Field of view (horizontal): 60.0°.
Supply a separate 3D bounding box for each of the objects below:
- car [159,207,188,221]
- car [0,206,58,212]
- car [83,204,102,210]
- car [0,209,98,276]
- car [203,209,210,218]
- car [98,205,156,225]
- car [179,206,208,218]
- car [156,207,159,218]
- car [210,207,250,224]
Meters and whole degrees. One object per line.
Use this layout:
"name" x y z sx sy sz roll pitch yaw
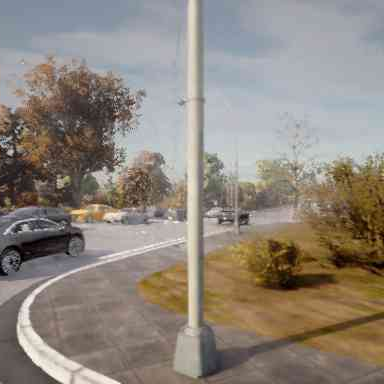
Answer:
"car" -1.051 2.371 36.409 2.033 1.411 5.357 0 -3 25
"car" -9.201 1.604 19.271 1.837 1.490 4.892 0 -1 25
"car" -8.460 1.846 28.974 1.882 1.535 5.008 0 -2 26
"car" -5.345 1.502 10.555 2.128 1.511 4.902 -1 -1 16
"car" 3.407 2.852 45.691 1.812 1.442 4.674 0 -3 26
"car" -5.235 1.974 27.602 1.895 1.301 4.718 0 -2 25
"car" 0.288 2.824 47.278 2.128 1.511 4.902 0 -3 26
"car" -4.197 2.372 37.924 2.033 1.411 5.357 0 -3 26
"car" 3.789 2.124 29.842 2.128 1.511 4.902 0 -3 25
